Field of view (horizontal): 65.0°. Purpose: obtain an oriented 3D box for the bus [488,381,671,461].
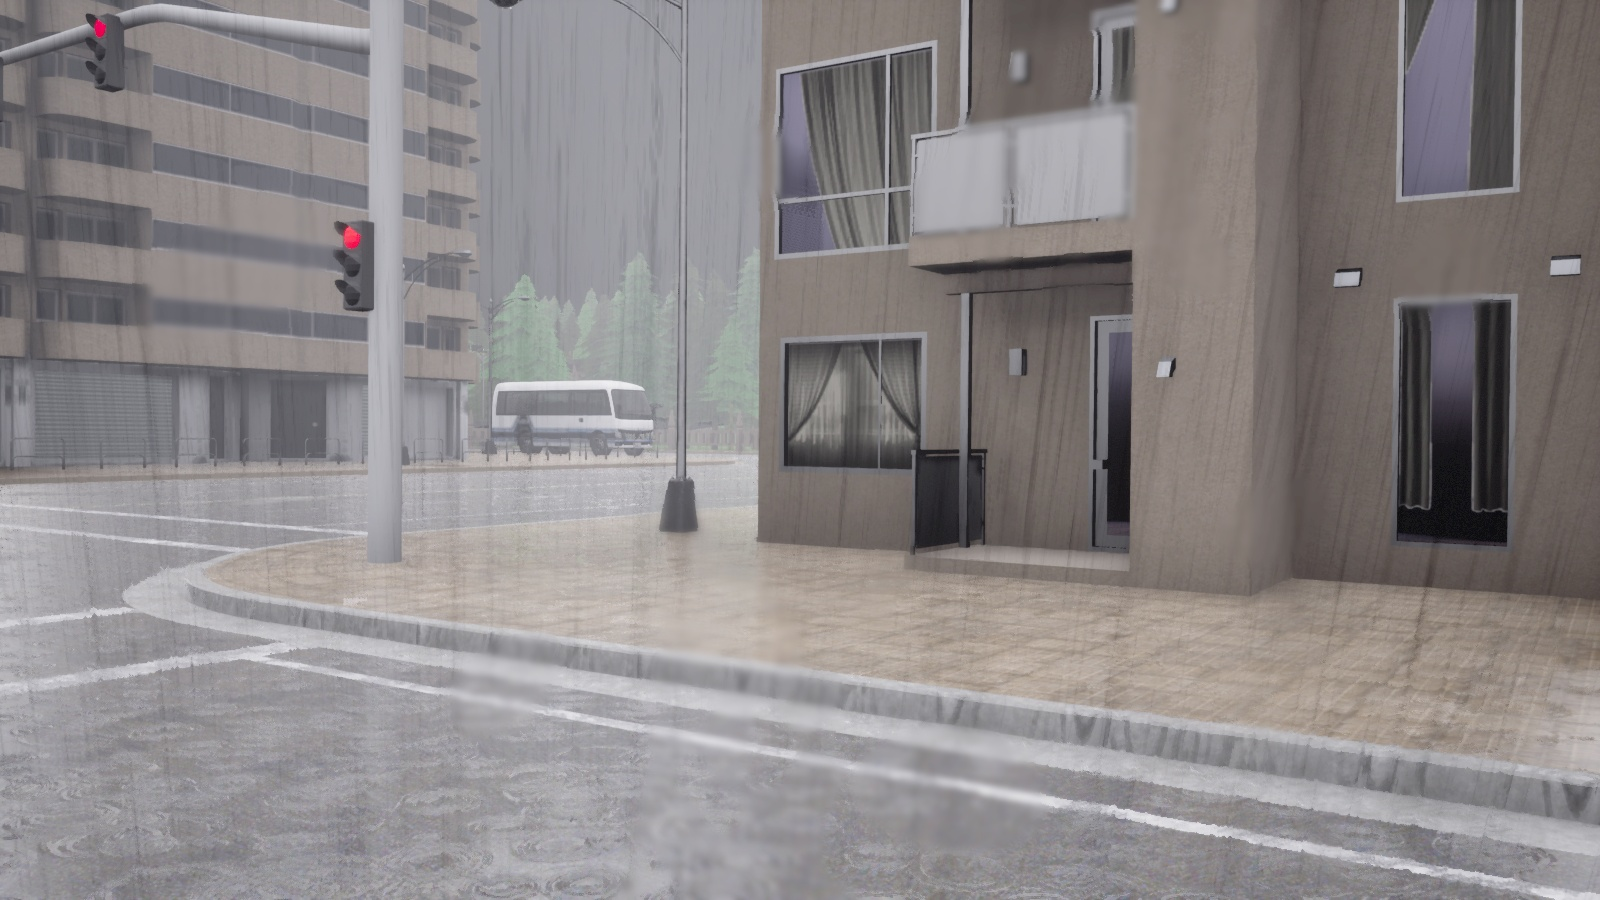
[{"bbox_3d":[-12.584,-1.558,71.143,10.273,4.253,3.944,0,1,34],"label":"bus"}]
